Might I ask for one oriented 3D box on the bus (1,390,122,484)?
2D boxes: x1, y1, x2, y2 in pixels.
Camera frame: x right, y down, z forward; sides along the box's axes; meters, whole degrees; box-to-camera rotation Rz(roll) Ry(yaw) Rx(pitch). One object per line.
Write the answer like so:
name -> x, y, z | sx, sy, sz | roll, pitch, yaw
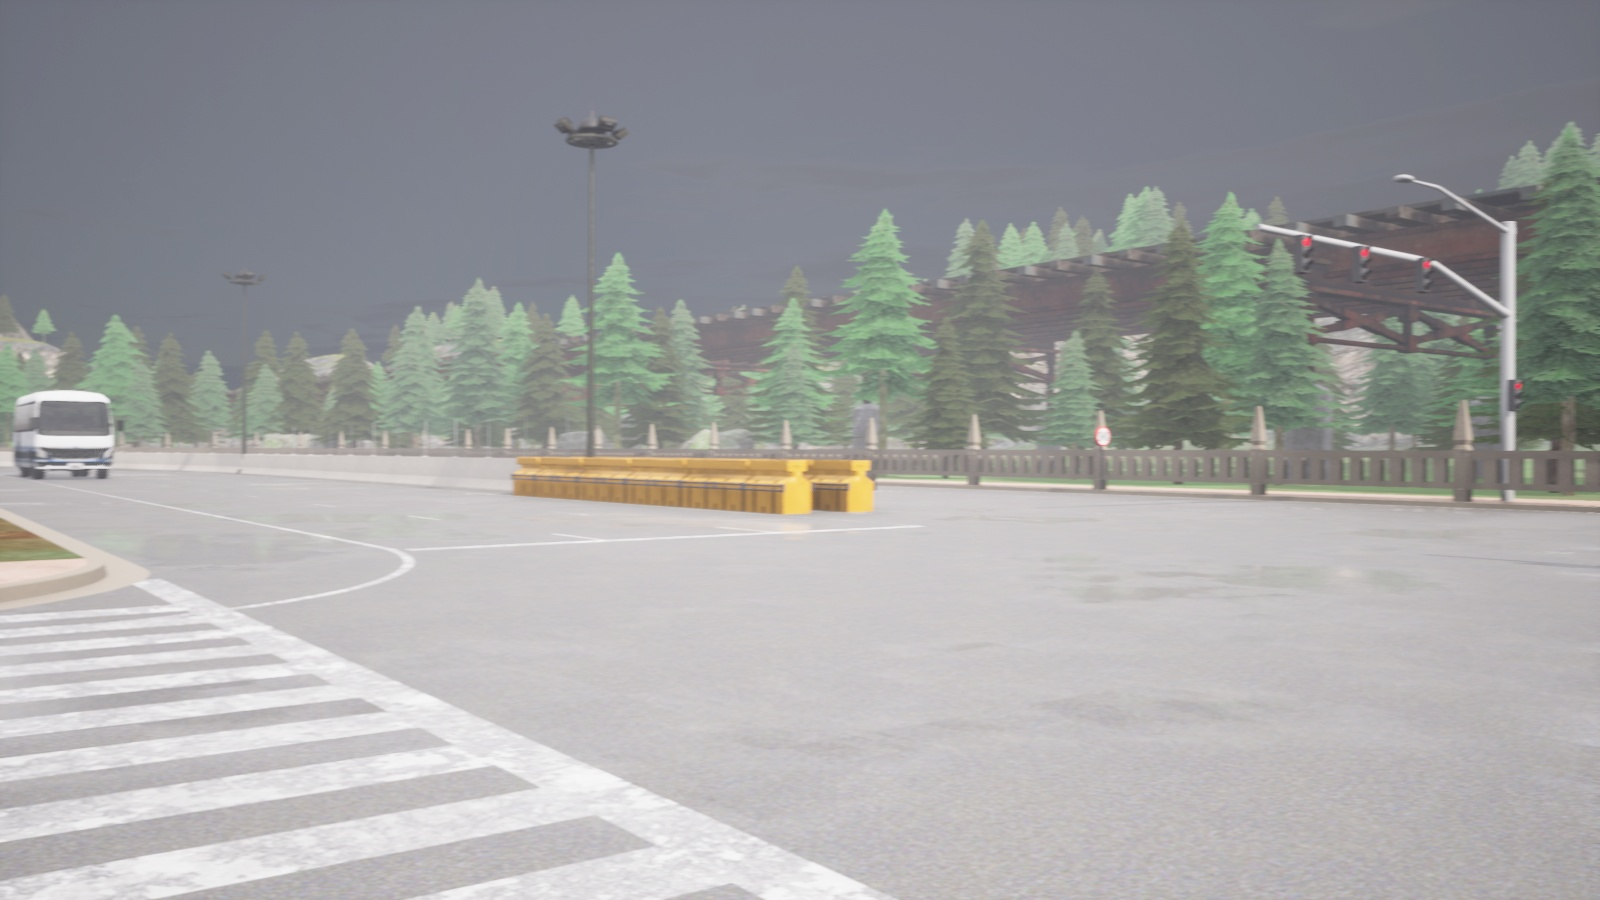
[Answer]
bus -> -36.461, -0.586, 61.793 | 3.944, 4.253, 10.273 | 0, 0, -37
